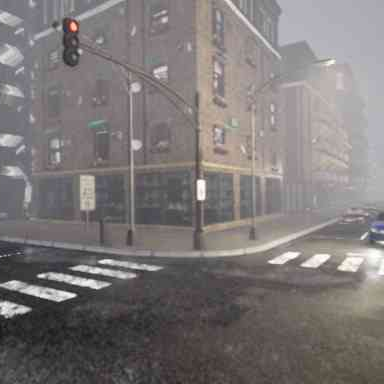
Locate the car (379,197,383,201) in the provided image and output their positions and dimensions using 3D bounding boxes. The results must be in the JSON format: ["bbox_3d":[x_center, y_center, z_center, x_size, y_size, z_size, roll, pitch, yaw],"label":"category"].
[{"bbox_3d":[26.852,1.876,47.871,1.752,1.417,4.829,-1,-1,32],"label":"car"}]

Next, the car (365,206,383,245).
[{"bbox_3d":[9.535,1.618,15.727,1.812,1.442,4.674,-1,-1,32],"label":"car"}]

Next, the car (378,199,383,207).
[{"bbox_3d":[36.008,1.990,62.299,1.752,1.417,4.829,-2,-1,32],"label":"car"}]

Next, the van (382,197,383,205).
[{"bbox_3d":[42.201,1.888,72.066,1.690,1.788,3.998,-2,-1,32],"label":"van"}]

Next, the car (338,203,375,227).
[{"bbox_3d":[11.683,1.725,23.964,2.008,1.369,4.403,-1,-1,32],"label":"car"}]

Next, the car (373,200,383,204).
[{"bbox_3d":[17.787,1.794,33.584,2.008,1.369,4.403,-1,-1,32],"label":"car"}]

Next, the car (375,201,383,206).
[{"bbox_3d":[14.568,1.638,23.619,2.128,1.511,4.902,-1,-1,33],"label":"car"}]

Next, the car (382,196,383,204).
[{"bbox_3d":[45.252,1.903,76.875,2.192,1.841,5.009,-2,-1,32],"label":"car"}]
